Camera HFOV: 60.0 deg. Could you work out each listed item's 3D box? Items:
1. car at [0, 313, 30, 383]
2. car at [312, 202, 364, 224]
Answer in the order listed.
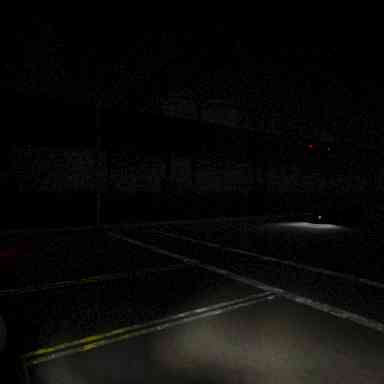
[{"bbox_3d":[-3.640,1.221,1.180,5.566,2.045,2.150,0,0,-35],"label":"car"},{"bbox_3d":[10.892,1.498,24.664,4.892,1.490,1.837,0,0,-36],"label":"car"}]
